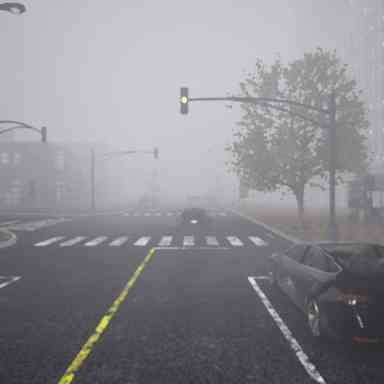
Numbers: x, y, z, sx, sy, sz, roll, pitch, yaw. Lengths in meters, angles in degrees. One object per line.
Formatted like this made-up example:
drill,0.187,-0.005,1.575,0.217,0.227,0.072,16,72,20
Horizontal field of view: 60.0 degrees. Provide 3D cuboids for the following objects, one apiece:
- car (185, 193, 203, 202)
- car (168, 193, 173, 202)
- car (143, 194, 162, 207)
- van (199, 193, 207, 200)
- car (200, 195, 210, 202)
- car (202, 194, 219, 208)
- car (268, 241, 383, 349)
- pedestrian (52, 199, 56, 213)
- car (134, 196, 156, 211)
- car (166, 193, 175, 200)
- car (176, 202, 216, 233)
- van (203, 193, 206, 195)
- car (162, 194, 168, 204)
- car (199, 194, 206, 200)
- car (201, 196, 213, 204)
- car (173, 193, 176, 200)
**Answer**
car,0.106,1.230,45.851,2.097,1.767,4.553,0,0,0
car,-5.676,1.335,71.840,1.752,1.417,4.829,0,0,0
car,-5.679,1.197,44.254,2.192,1.841,5.009,0,0,0
van,2.708,1.122,83.112,1.690,1.788,3.998,0,0,0
car,2.705,1.375,72.011,1.947,1.339,4.313,0,0,0
car,2.700,1.407,44.426,1.752,1.417,4.829,0,0,0
car,2.695,1.549,6.227,1.947,1.339,4.313,0,0,0
pedestrian,-12.745,1.235,30.707,0.375,1.300,0.375,0,-1,-1
car,-5.681,1.479,38.704,1.802,1.307,4.206,0,0,0
car,-5.672,1.082,88.662,2.192,1.841,5.009,0,0,0
car,0.103,1.512,19.228,1.994,1.385,4.181,0,0,0
van,2.702,1.208,49.807,1.690,1.788,3.998,0,0,0
car,-5.678,1.404,55.357,2.008,1.369,4.403,0,0,0
car,2.708,1.291,88.834,1.752,1.417,4.829,0,0,0
car,2.703,1.389,60.909,2.008,1.369,4.403,0,0,0
car,-5.674,1.332,83.112,2.008,1.369,4.403,0,0,0
